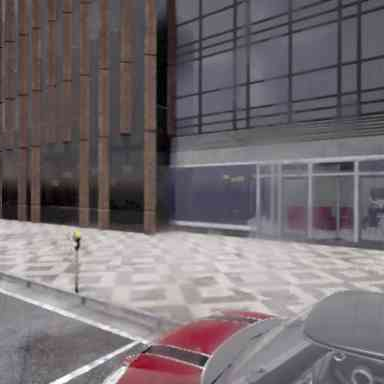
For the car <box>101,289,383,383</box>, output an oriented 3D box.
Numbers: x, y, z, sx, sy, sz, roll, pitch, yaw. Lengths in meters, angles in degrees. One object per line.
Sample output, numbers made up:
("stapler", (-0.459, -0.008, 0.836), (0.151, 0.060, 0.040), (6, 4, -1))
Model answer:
("car", (1.149, 1.440, 2.140), (4.097, 1.590, 1.967), (0, 0, 36))
